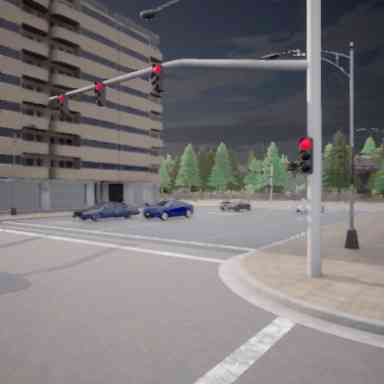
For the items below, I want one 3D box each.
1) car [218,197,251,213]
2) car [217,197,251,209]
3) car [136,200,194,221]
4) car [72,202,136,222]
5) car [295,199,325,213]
[{"bbox_3d":[4.870,1.403,36.264,1.812,1.442,4.674,0,0,36],"label":"car"},{"bbox_3d":[5.496,1.403,43.000,2.033,1.411,5.357,0,0,37],"label":"car"},{"bbox_3d":[-1.861,1.401,27.070,1.882,1.535,5.008,0,0,36],"label":"car"},{"bbox_3d":[-6.657,1.485,26.347,2.033,1.411,5.357,0,0,41],"label":"car"},{"bbox_3d":[11.996,1.391,33.863,1.812,1.442,4.674,0,0,36],"label":"car"}]
